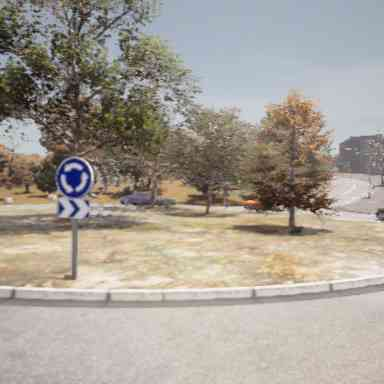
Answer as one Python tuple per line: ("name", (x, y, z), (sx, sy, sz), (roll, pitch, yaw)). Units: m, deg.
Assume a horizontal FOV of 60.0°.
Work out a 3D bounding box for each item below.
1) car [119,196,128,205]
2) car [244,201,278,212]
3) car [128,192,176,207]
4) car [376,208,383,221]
("car", (-7.022, 0.813, 42.825), (4.553, 1.767, 2.097), (1, 0, -13))
("car", (8.064, 1.237, 36.974), (4.553, 1.767, 2.097), (1, 0, 38))
("car", (-4.552, 1.097, 39.992), (5.357, 1.411, 2.033), (2, 0, -6))
("car", (15.804, 1.547, 24.638), (2.128, 1.511, 4.902), (1, 0, -6))
